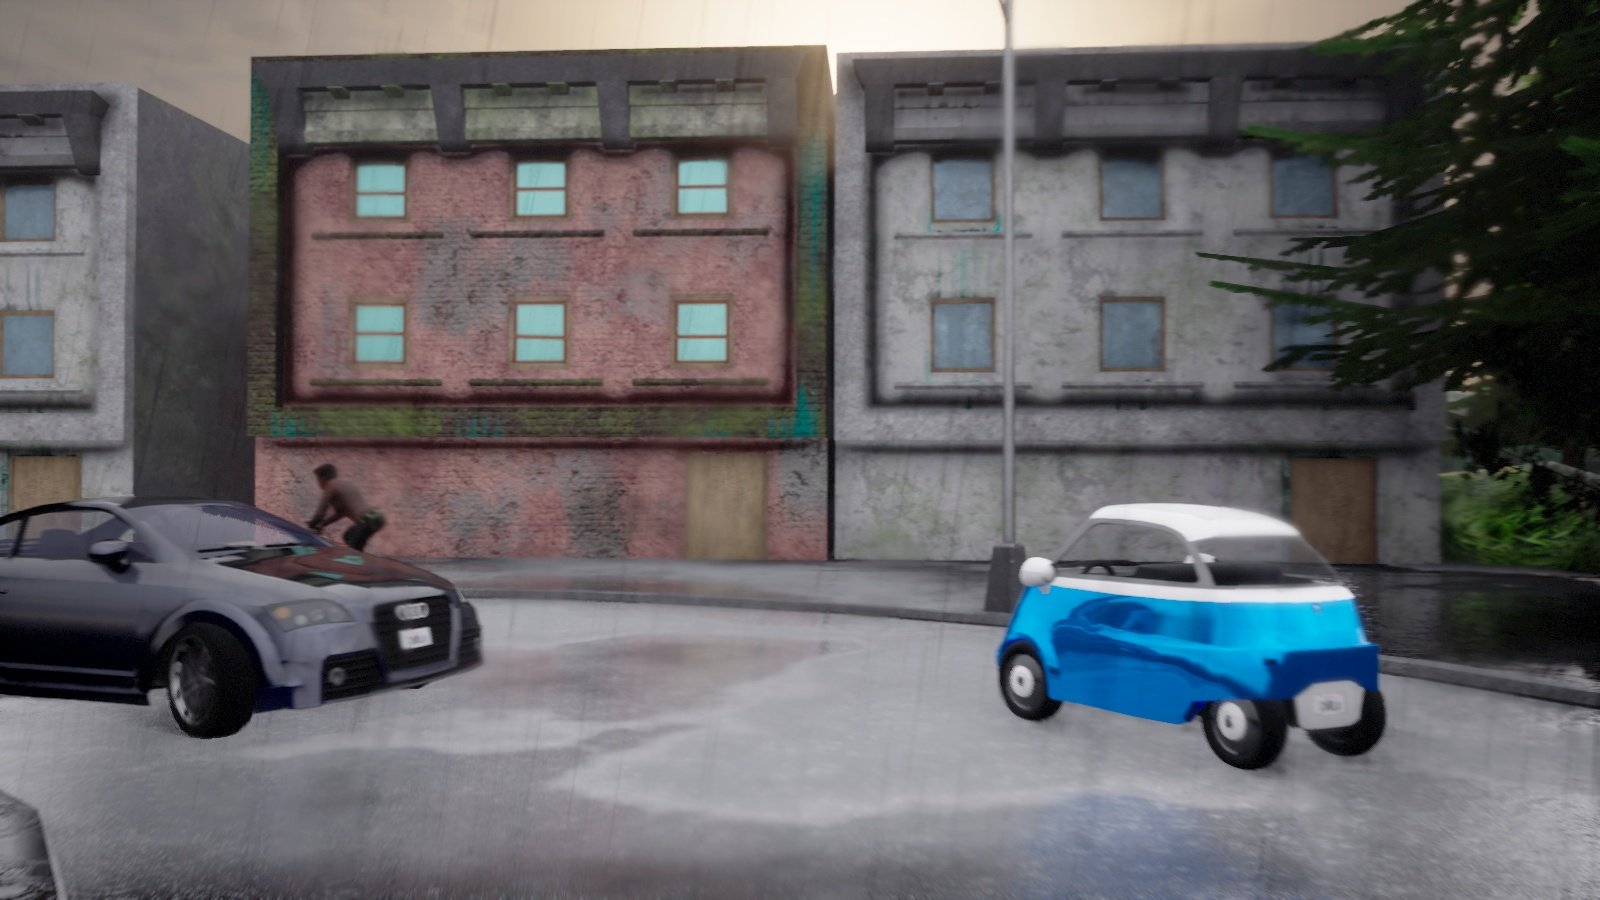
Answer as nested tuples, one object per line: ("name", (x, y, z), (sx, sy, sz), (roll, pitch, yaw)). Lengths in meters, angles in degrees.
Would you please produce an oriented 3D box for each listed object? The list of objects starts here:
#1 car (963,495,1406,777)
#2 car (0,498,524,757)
("car", (2.239, 0.990, 7.694), (1.481, 1.376, 2.207), (1, -1, -27))
("car", (-4.251, 1.046, 8.616), (4.181, 1.385, 1.994), (-1, -1, 19))
